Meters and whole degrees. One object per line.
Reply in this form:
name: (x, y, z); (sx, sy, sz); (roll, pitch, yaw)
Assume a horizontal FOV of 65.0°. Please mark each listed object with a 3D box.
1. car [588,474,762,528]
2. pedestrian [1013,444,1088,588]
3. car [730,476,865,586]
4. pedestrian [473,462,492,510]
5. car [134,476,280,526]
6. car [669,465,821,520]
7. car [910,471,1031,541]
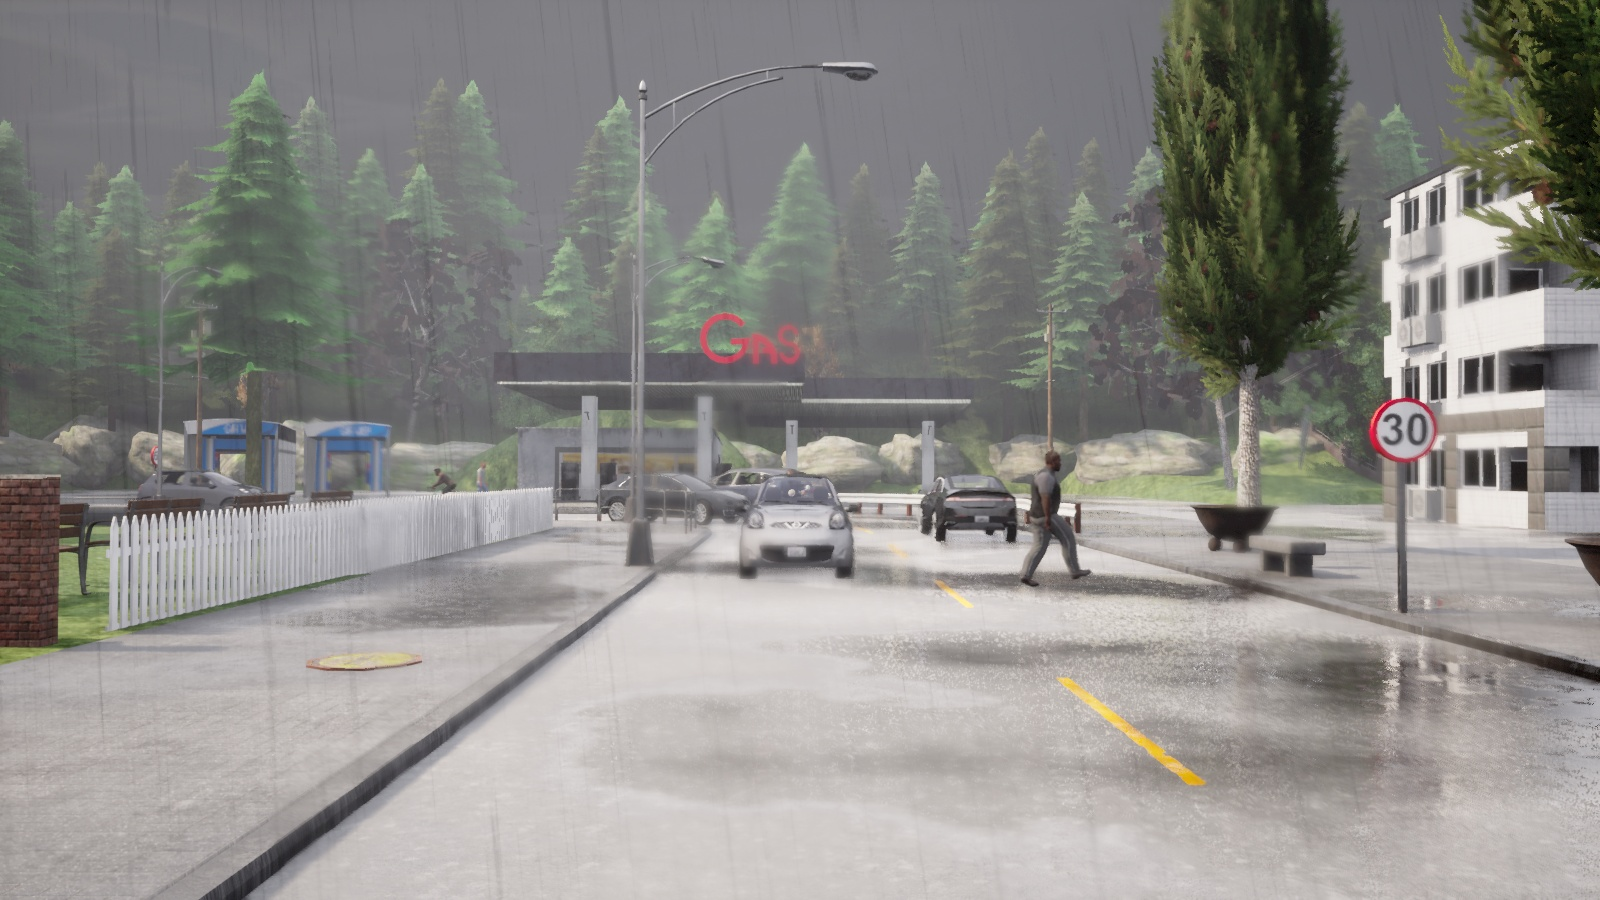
car: (-3.713, 1.457, 37.147); (4.892, 1.490, 1.837); (0, -1, 26)
pedestrian: (3.327, 0.872, 16.743); (0.849, 1.883, 0.563); (0, -1, -3)
car: (-0.035, 1.149, 19.094); (1.845, 1.501, 3.633); (0, -1, 0)
pedestrian: (-12.245, 1.386, 48.485); (0.706, 1.836, 0.354); (0, -1, -14)
car: (-18.275, 1.552, 38.801); (3.633, 1.501, 1.845); (0, -1, 0)
car: (-1.820, 1.353, 40.876); (4.611, 1.667, 2.242); (-1, -1, 38)
car: (3.908, 1.252, 29.649); (2.128, 1.511, 4.902); (0, -1, -1)
